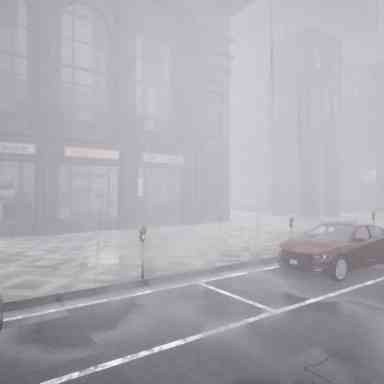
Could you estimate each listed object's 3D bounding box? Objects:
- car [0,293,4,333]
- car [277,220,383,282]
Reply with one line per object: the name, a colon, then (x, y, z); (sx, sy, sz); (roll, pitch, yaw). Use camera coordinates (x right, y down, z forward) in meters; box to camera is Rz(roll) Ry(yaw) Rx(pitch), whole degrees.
car: (-4.701, 1.315, 3.290); (5.009, 1.841, 2.192); (0, 0, -36)
car: (4.419, 1.545, 9.798); (4.507, 1.381, 1.887); (0, 0, -36)
